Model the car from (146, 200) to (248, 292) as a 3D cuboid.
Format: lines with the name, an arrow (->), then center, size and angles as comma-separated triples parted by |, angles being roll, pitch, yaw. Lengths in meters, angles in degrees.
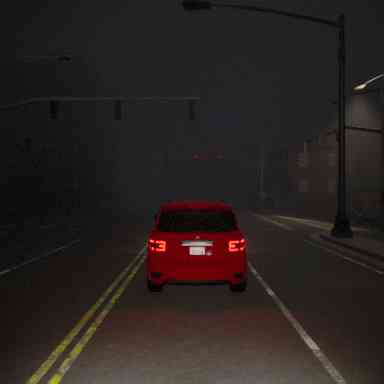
car -> 0.101, 1.221, 9.060 | 2.150, 2.045, 5.566 | 0, 0, 0

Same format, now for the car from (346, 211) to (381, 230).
car -> 15.435, 2.488, 29.654 | 4.902, 1.511, 2.128 | 8, 0, 0
